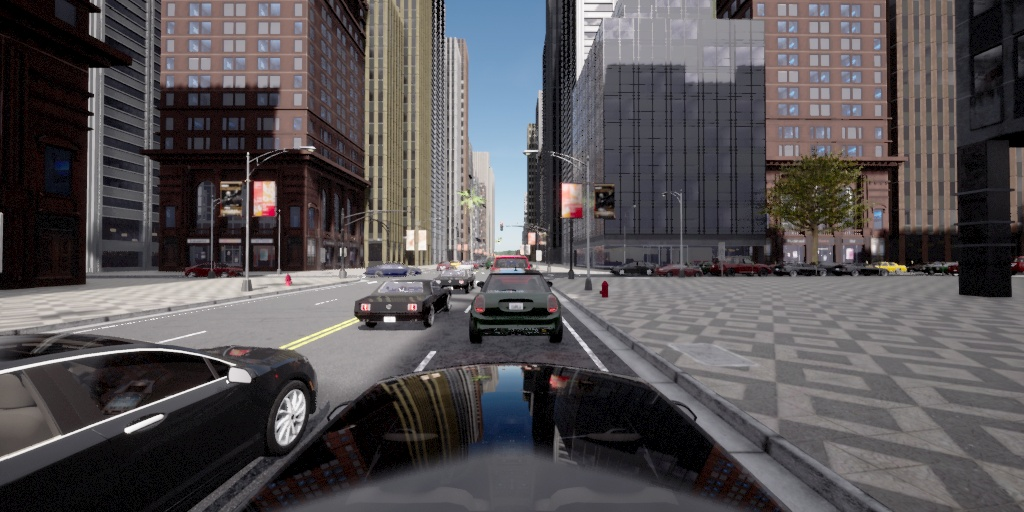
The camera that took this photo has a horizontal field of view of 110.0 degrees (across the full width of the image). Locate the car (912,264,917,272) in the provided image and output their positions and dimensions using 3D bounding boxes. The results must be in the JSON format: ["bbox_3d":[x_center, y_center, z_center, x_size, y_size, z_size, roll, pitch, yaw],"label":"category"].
[{"bbox_3d":[48.934,1.326,42.000,4.313,1.339,1.948,0,0,-1],"label":"car"}]

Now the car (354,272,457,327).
[{"bbox_3d":[-3.168,1.361,11.507,1.895,1.301,4.718,0,0,0],"label":"car"}]

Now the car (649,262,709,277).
[{"bbox_3d":[15.251,1.327,32.880,4.207,1.307,1.802,0,0,-1],"label":"car"}]

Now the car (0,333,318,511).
[{"bbox_3d":[-3.151,1.255,2.186,1.837,1.490,4.892,0,0,0],"label":"car"}]

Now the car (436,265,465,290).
[{"bbox_3d":[-3.191,1.388,20.675,1.895,1.301,4.718,0,0,0],"label":"car"}]

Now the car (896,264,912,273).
[{"bbox_3d":[43.124,1.296,41.898,4.829,1.417,1.751,0,0,-1],"label":"car"}]

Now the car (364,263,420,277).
[{"bbox_3d":[-11.840,1.419,35.853,5.357,1.411,2.033,0,0,-15],"label":"car"}]

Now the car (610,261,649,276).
[{"bbox_3d":[13.027,1.326,38.617,4.892,1.490,1.837,0,-1,-1],"label":"car"}]

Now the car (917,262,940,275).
[{"bbox_3d":[44.321,1.299,35.971,4.718,1.301,1.895,0,-1,0],"label":"car"}]

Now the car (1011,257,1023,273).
[{"bbox_3d":[49.077,0.973,33.477,5.009,1.841,2.192,0,0,-1],"label":"car"}]

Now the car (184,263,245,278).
[{"bbox_3d":[-28.789,1.432,34.822,5.008,1.535,1.882,0,-1,0],"label":"car"}]

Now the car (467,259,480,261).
[{"bbox_3d":[-6.701,1.634,60.986,1.895,1.301,4.718,0,0,0],"label":"car"}]

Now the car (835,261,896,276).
[{"bbox_3d":[32.163,1.260,33.178,4.313,1.339,1.948,0,0,-1],"label":"car"}]

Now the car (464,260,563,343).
[{"bbox_3d":[0.080,1.109,9.860,2.097,1.767,4.553,0,0,0],"label":"car"}]

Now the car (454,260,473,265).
[{"bbox_3d":[-6.702,1.570,51.822,1.895,1.301,4.718,0,0,0],"label":"car"}]

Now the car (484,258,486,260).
[{"bbox_3d":[-3.277,1.273,63.311,2.150,2.045,5.566,0,0,0],"label":"car"}]

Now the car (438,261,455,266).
[{"bbox_3d":[-9.948,1.504,53.076,1.812,1.442,4.674,0,0,-3],"label":"car"}]

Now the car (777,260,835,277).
[{"bbox_3d":[26.526,1.276,33.079,4.313,1.339,1.948,0,0,-1],"label":"car"}]

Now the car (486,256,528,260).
[{"bbox_3d":[-0.038,1.003,19.380,2.150,2.045,5.566,0,0,0],"label":"car"}]

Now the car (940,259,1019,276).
[{"bbox_3d":[43.439,1.214,33.378,4.507,1.381,1.888,0,0,-1],"label":"car"}]

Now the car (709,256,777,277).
[{"bbox_3d":[20.889,1.041,32.980,5.009,1.841,2.192,0,0,-1],"label":"car"}]

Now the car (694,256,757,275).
[{"bbox_3d":[23.066,1.010,38.804,5.566,2.045,2.150,0,-1,-2],"label":"car"}]
